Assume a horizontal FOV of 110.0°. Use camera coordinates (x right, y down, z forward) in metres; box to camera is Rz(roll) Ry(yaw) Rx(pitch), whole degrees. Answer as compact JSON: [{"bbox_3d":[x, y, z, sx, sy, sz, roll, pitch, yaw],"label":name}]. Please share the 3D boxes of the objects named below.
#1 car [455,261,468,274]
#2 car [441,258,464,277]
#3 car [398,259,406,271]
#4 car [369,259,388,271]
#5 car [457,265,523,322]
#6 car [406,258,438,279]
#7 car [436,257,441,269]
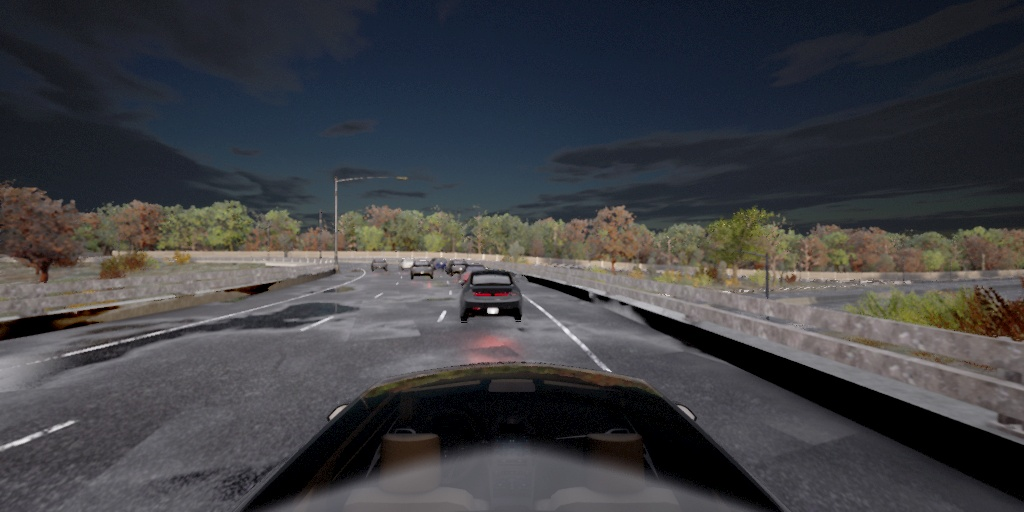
[{"bbox_3d":[-2.468,1.244,23.339,1.994,1.385,4.181,0,0,-11],"label":"car"},{"bbox_3d":[-5.274,1.134,34.562,2.128,1.511,4.902,0,0,-17],"label":"car"},{"bbox_3d":[-13.579,1.135,46.589,1.812,1.442,4.674,0,0,-24],"label":"car"},{"bbox_3d":[-16.856,1.104,45.344,2.128,1.511,4.902,0,0,-24],"label":"car"},{"bbox_3d":[-0.768,1.222,12.169,1.837,1.490,4.892,0,0,-6],"label":"car"},{"bbox_3d":[-7.928,1.147,31.381,2.128,1.511,4.902,0,0,-16],"label":"car"},{"bbox_3d":[-9.540,0.963,46.011,2.097,1.767,4.553,0,0,-24],"label":"car"}]
